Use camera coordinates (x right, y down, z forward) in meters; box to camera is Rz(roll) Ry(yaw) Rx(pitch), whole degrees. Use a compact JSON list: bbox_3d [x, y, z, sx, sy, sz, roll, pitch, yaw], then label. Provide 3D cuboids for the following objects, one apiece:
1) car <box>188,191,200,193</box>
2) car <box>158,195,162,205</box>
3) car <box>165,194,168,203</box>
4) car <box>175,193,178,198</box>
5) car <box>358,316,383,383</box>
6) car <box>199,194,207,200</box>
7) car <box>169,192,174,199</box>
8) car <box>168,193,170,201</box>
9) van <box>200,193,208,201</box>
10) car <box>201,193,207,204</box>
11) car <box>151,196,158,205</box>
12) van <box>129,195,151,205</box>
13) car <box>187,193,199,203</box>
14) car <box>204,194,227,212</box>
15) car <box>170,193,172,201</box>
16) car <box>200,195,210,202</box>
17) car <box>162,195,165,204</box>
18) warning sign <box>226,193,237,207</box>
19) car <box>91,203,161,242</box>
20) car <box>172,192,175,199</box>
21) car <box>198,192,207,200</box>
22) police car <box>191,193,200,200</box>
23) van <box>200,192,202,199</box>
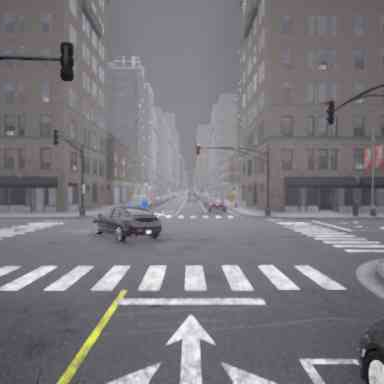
[{"bbox_3d":[0.054,0.826,76.175,2.150,2.045,5.566,0,0,0],"label":"car"},{"bbox_3d":[-5.831,1.435,47.923,1.947,1.339,4.313,0,0,0],"label":"car"},{"bbox_3d":[-5.821,1.403,59.260,1.947,1.339,4.313,0,0,0],"label":"car"},{"bbox_3d":[-5.789,1.047,93.268,2.192,1.841,5.009,0,0,0],"label":"car"},{"bbox_3d":[2.662,1.544,1.930,2.008,1.369,4.403,0,0,0],"label":"car"},{"bbox_3d":[2.726,1.207,81.934,1.967,1.590,4.097,0,0,0],"label":"car"},{"bbox_3d":[-5.805,1.331,76.263,1.887,1.381,4.507,0,0,0],"label":"car"},{"bbox_3d":[-5.815,1.347,64.757,1.752,1.417,4.829,0,0,0],"label":"car"},{"bbox_3d":[2.721,1.126,76.264,1.690,1.788,3.998,0,0,0],"label":"van"},{"bbox_3d":[2.694,1.309,47.918,1.967,1.590,4.097,0,0,0],"label":"car"},{"bbox_3d":[-5.837,1.325,42.254,1.967,1.590,4.097,0,0,0],"label":"car"},{"bbox_3d":[-5.842,1.241,36.586,1.690,1.788,3.998,0,0,0],"label":"van"},{"bbox_3d":[0.044,1.380,66.142,1.994,1.385,4.181,0,0,0],"label":"car"},{"bbox_3d":[2.684,1.339,36.580,1.967,1.590,4.097,0,0,0],"label":"car"},{"bbox_3d":[-5.810,1.370,70.596,1.947,1.339,4.313,0,0,0],"label":"car"},{"bbox_3d":[2.716,1.354,70.596,2.008,1.369,4.403,0,0,0],"label":"car"},{"bbox_3d":[-5.826,1.436,53.591,1.802,1.307,4.206,0,0,0],"label":"car"},{"bbox_3d":[5.091,0.998,42.571,1.300,1.860,1.060,0,0,0],"label":"warning sign"},{"bbox_3d":[-3.312,1.458,16.256,1.837,1.490,4.892,2,-1,-36],"label":"car"},{"bbox_3d":[-5.800,1.294,81.762,1.752,1.417,4.829,0,0,0],"label":"car"},{"bbox_3d":[2.731,1.064,87.603,2.192,1.841,5.009,0,0,0],"label":"car"},{"bbox_3d":[0.856,1.190,82.672,1.930,1.638,5.238,0,0,-1],"label":"police car"},{"bbox_3d":[2.705,1.178,59.257,1.690,1.788,3.998,0,0,0],"label":"van"}]
